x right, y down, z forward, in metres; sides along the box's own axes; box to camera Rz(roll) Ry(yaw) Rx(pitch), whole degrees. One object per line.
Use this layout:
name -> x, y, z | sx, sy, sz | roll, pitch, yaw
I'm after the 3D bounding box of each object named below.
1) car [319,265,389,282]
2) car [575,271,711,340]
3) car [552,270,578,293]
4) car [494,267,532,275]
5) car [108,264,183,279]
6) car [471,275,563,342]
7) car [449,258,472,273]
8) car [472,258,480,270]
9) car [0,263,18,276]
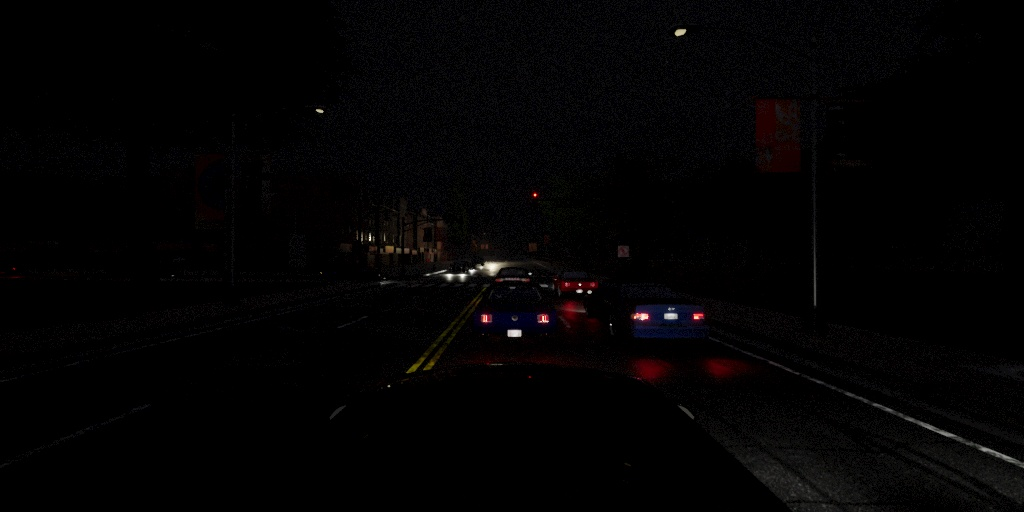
car -> -13.169, 1.437, 29.893 | 5.357, 1.411, 2.033 | 0, 0, 5
car -> 3.328, 1.321, 10.000 | 2.033, 1.411, 5.357 | 0, 0, 0
car -> 3.295, 1.439, 19.644 | 1.895, 1.301, 4.718 | 0, 0, 0
car -> 0.044, 1.314, 19.216 | 1.882, 1.535, 5.008 | 0, 0, 0
car -> -30.851, 1.332, 30.290 | 4.718, 1.301, 1.895 | 0, 0, 0
car -> 0.078, 1.374, 9.875 | 1.895, 1.301, 4.718 | 0, 0, 0
car -> -6.621, 1.340, 45.130 | 1.882, 1.535, 5.008 | 0, 0, 1
car -> -6.608, 1.359, 55.156 | 1.994, 1.385, 4.181 | 0, 1, 1
car -> -49.244, 1.241, 33.197 | 4.718, 1.301, 1.895 | 0, 0, 1
